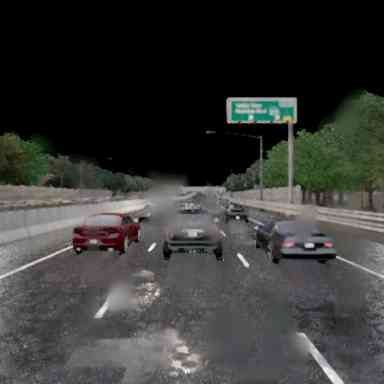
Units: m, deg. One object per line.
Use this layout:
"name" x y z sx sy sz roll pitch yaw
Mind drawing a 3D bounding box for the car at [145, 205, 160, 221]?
"car" -3.383 1.806 28.501 1.994 1.385 4.181 0 0 1

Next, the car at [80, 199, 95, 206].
"car" -20.537 2.108 65.933 1.895 1.301 4.718 0 0 1

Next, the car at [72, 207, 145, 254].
"car" -3.445 1.610 14.213 1.882 1.535 5.008 0 0 1

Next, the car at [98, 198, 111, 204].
"car" -20.368 2.095 77.337 1.812 1.442 4.674 0 0 1

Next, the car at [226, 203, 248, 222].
"car" 3.615 1.748 28.406 1.837 1.490 4.892 0 0 1

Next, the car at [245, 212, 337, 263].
"car" 3.533 1.665 12.466 2.033 1.411 5.357 0 0 1

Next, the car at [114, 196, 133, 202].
"car" -13.542 2.070 65.894 1.994 1.385 4.181 0 0 1

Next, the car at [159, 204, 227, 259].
"car" 0.046 1.476 13.369 2.097 1.767 4.553 0 -1 1

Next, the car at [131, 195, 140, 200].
"car" -13.369 1.796 77.196 2.150 2.045 5.566 0 0 1

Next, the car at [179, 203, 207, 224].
"car" 0.114 1.734 28.426 2.128 1.511 4.902 0 0 1

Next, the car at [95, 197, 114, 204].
"car" -17.039 1.868 65.970 2.097 1.767 4.553 0 0 1
